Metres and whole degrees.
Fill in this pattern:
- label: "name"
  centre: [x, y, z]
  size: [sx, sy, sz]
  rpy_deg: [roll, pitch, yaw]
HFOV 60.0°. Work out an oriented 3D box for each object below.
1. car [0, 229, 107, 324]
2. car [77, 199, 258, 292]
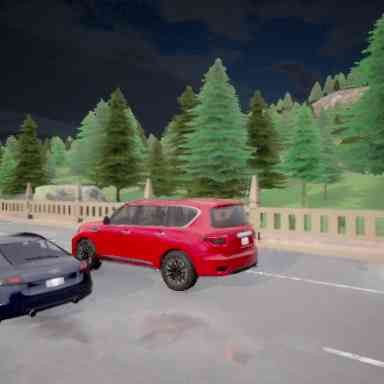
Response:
- label: "car"
  centre: [-4.021, 1.555, 7.042]
  size: [4.181, 1.385, 1.994]
  rpy_deg: [0, 0, 36]
- label: "car"
  centre: [-0.954, 1.202, 9.127]
  size: [5.566, 2.045, 2.150]
  rpy_deg: [0, 0, 36]
